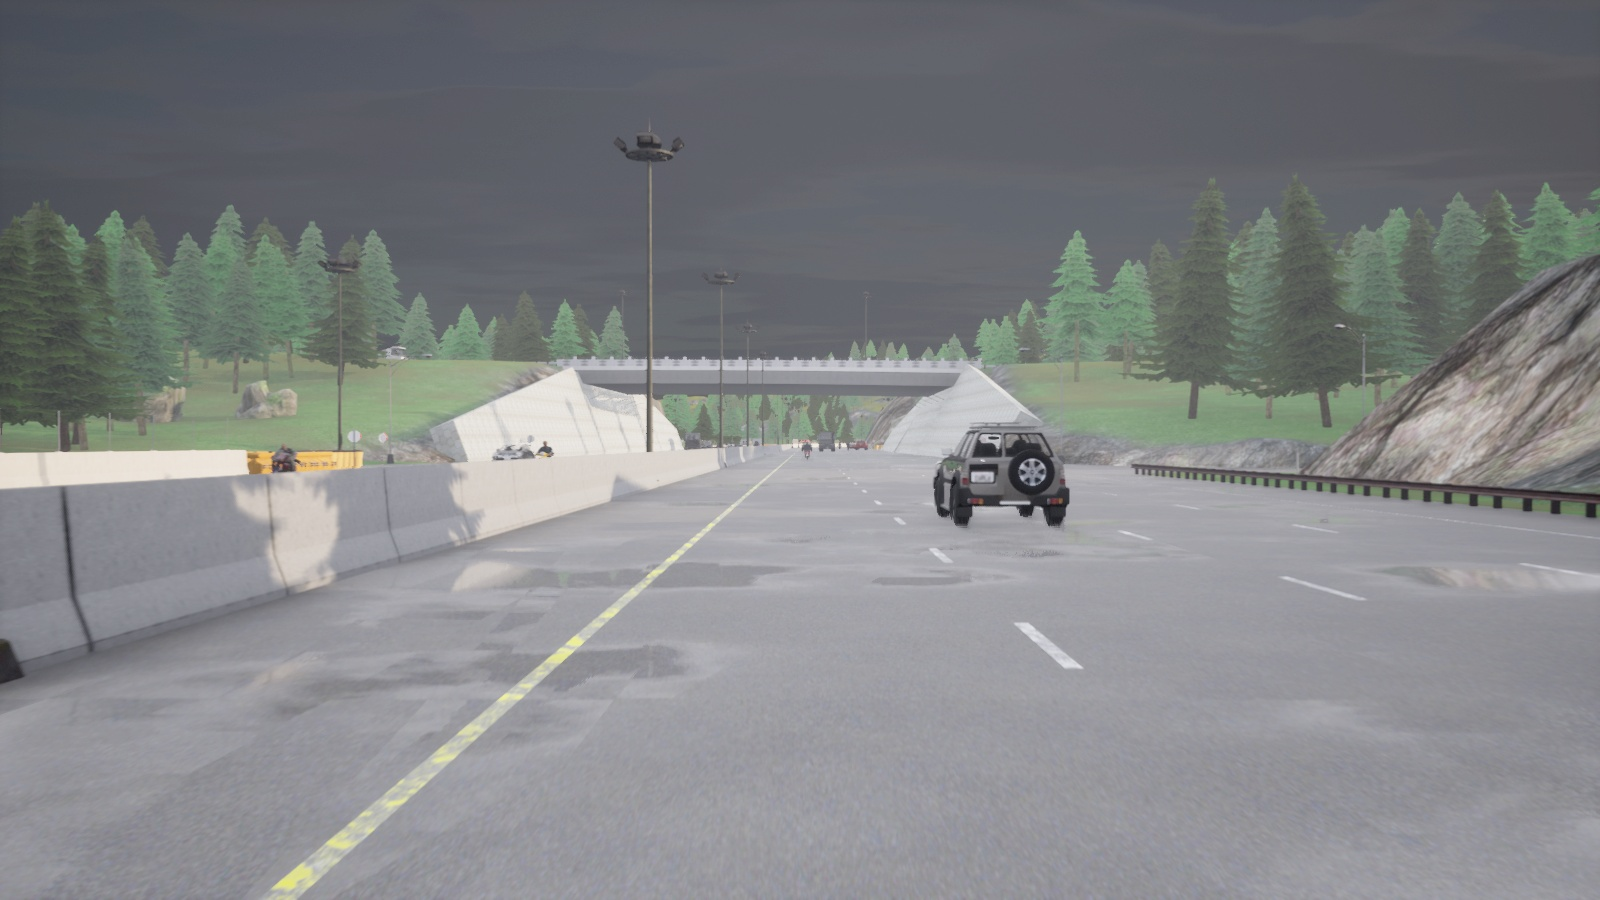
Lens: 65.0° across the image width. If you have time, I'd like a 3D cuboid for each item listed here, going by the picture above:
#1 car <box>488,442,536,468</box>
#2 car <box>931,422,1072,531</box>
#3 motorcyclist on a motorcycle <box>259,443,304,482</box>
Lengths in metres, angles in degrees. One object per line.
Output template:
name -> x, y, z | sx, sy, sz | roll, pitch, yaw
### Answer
car -> -17.061, 0.276, 74.561 | 1.970, 1.475, 3.806 | 0, 0, 0
car -> 3.650, 0.433, 23.587 | 1.932, 1.855, 4.605 | 0, 0, 0
motorcyclist on a motorcycle -> -20.700, 0.481, 50.204 | 0.866, 1.530, 2.191 | 0, 0, 0
